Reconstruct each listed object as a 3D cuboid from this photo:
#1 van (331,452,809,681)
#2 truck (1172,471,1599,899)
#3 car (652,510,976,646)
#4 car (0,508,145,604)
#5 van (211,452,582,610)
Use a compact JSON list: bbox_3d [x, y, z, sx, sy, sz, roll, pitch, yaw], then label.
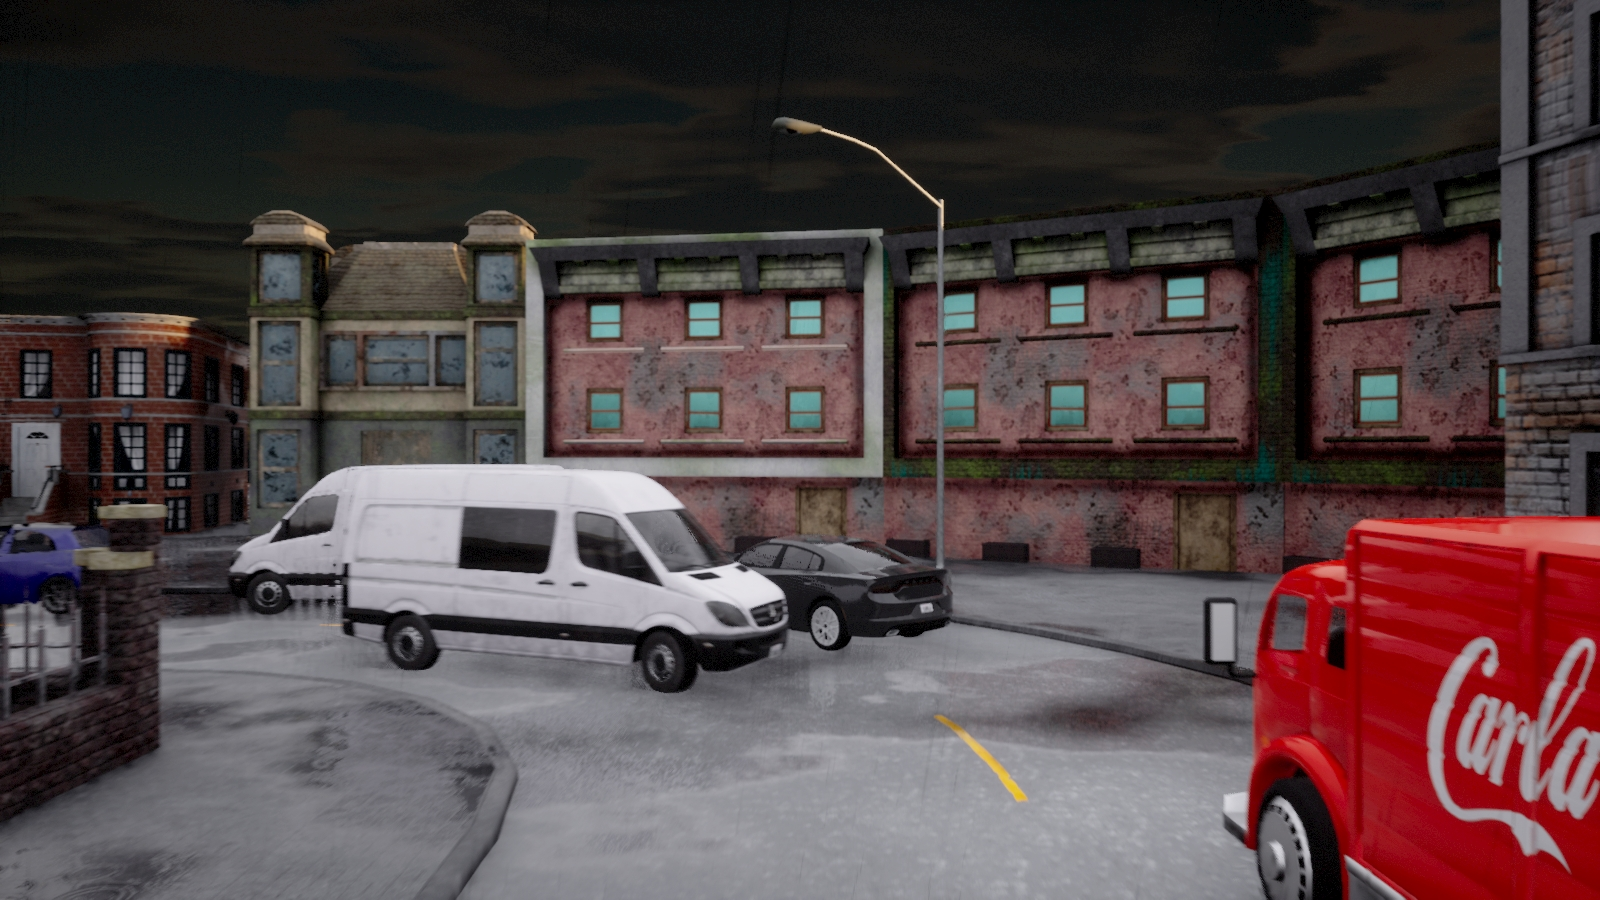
[{"bbox_3d":[-3.005,1.316,14.780,5.915,2.561,1.988,0,-1,21],"label":"van"},{"bbox_3d":[3.848,1.339,5.068,2.627,2.467,5.204,0,-1,-1],"label":"truck"},{"bbox_3d":[0.058,1.816,17.598,2.097,1.535,5.006,0,0,-43],"label":"car"},{"bbox_3d":[-13.810,1.815,20.002,3.633,1.501,1.845,0,0,-1],"label":"car"},{"bbox_3d":[-7.005,1.314,20.065,5.915,2.561,1.988,0,0,10],"label":"van"}]
